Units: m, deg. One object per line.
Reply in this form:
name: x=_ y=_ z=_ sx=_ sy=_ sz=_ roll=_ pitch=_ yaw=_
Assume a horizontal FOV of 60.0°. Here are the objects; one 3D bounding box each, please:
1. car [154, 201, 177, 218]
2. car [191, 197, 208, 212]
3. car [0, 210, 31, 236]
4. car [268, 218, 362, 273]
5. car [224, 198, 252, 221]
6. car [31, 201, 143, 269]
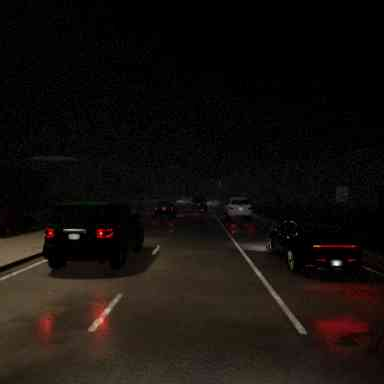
car: x=-2.666 y=1.711 z=34.547 sx=2.097 sy=1.767 sz=4.553 roll=0 pitch=-1 yaw=1
car: x=0.987 y=1.706 z=45.609 sx=2.150 sy=2.045 sz=5.566 roll=0 pitch=0 yaw=1
car: x=-11.117 y=1.748 z=19.496 sx=1.994 sy=1.385 sz=4.181 roll=0 pitch=-1 yaw=2
car: x=3.826 y=1.631 z=11.112 sx=1.837 sy=1.490 sz=4.892 roll=0 pitch=-1 yaw=1
car: x=4.264 y=1.561 z=31.382 sx=2.150 sy=2.045 sz=5.566 roll=0 pitch=-1 yaw=1
car: x=-3.169 y=1.340 z=11.772 sx=2.150 sy=2.045 sz=5.566 roll=0 pitch=-1 yaw=1
